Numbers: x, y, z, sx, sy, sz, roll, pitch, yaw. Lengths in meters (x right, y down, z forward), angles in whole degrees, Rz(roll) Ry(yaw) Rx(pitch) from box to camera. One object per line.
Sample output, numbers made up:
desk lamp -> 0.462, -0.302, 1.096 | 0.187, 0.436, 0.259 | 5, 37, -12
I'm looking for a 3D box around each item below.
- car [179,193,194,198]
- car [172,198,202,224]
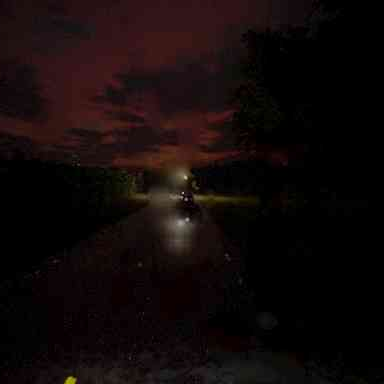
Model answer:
car -> -0.675, 0.864, 40.915 | 2.033, 1.411, 5.357 | 0, 2, -1
car -> -0.329, 1.363, 22.632 | 1.895, 1.301, 4.718 | 0, 1, -1
